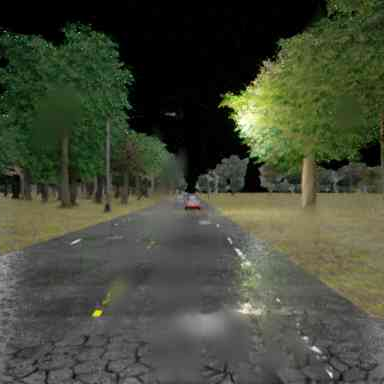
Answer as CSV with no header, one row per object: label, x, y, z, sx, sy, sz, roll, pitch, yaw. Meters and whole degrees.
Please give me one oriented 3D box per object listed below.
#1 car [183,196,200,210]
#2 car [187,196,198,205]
car,0.111,1.594,44.460,1.994,1.385,4.181,0,0,0
car,0.112,1.530,63.447,1.882,1.535,5.008,0,0,0
